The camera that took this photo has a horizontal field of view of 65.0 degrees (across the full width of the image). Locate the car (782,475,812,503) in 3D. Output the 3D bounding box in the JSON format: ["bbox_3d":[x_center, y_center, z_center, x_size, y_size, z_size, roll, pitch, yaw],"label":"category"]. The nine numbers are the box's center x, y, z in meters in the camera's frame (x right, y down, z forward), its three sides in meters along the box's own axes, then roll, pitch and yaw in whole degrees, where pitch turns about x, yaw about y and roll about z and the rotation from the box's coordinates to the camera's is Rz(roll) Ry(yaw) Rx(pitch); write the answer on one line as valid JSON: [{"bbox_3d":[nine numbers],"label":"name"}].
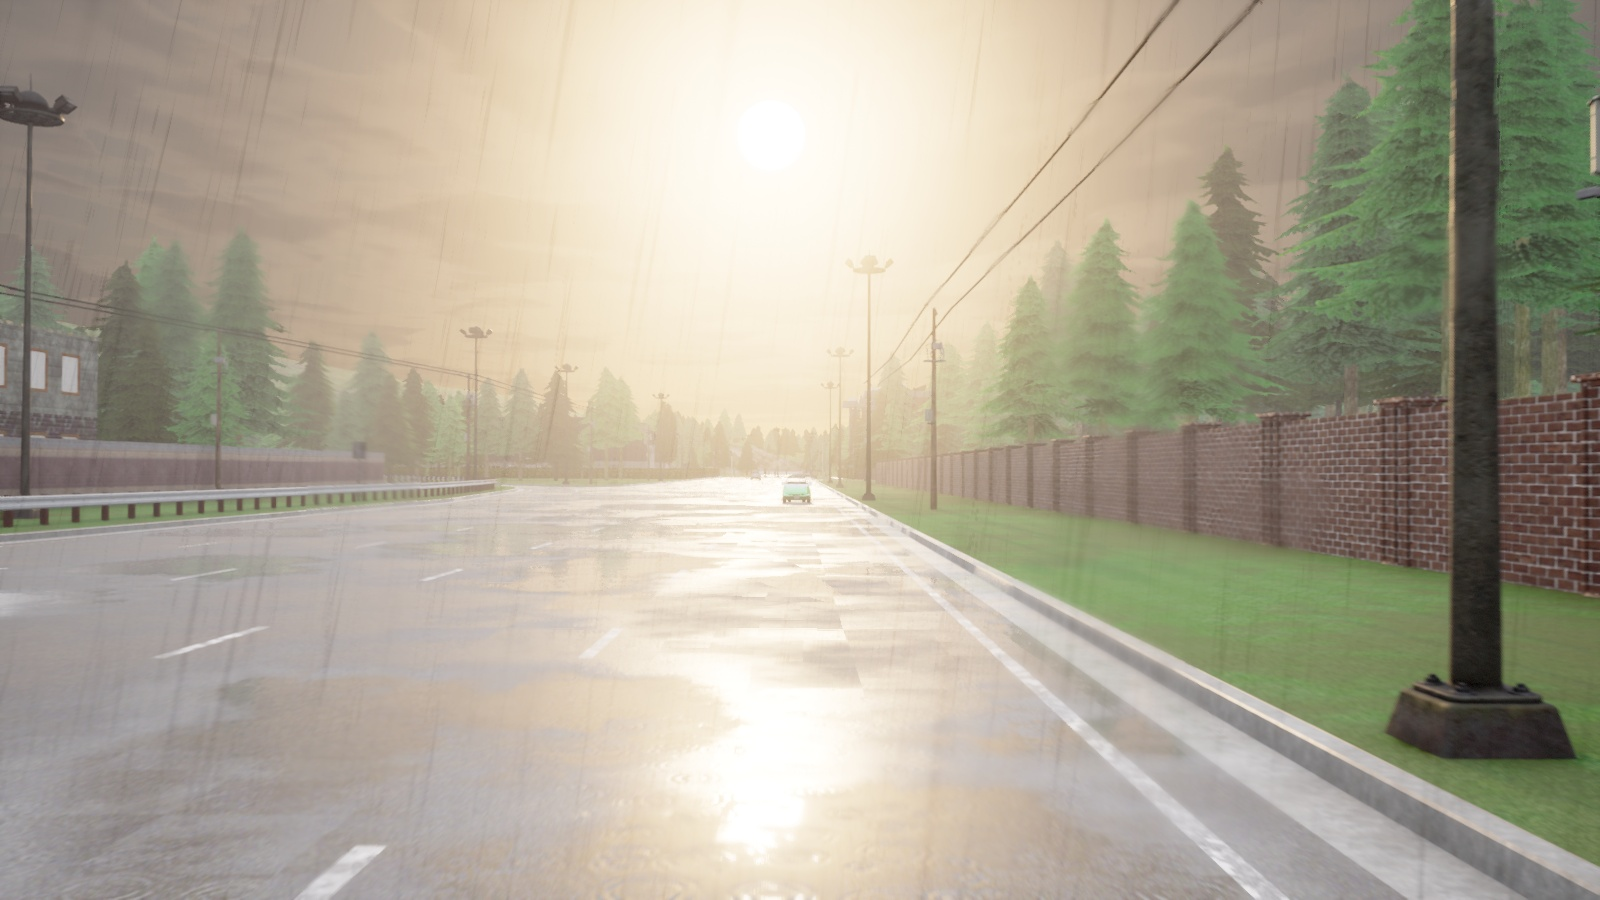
[{"bbox_3d":[-0.149,1.906,61.871,1.481,1.376,2.207,0,-1,0],"label":"car"}]
